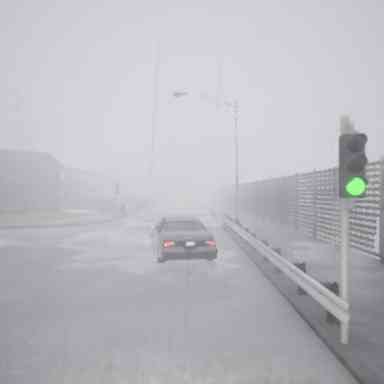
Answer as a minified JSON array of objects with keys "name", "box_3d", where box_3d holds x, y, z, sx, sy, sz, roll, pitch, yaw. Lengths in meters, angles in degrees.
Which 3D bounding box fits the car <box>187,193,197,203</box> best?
[{"name":"car","box_3d":[-0.018,1.315,73.588,2.150,2.045,5.566,0,0,0]}]

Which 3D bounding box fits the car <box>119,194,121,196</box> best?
[{"name":"car","box_3d":[-17.296,1.224,73.557,3.633,1.501,1.845,0,0,0]}]

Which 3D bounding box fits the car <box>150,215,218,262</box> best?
[{"name":"car","box_3d":[-0.477,1.563,12.185,2.033,1.411,5.357,0,0,-10]}]
